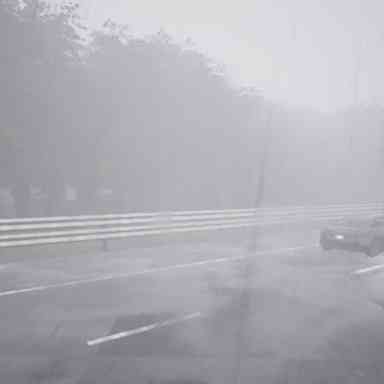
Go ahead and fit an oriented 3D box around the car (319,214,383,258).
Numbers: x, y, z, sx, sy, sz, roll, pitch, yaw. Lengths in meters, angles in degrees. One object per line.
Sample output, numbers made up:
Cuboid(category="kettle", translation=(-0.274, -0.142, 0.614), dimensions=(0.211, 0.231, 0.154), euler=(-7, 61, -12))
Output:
Cuboid(category="car", translation=(6.863, 1.564, 12.941), dimensions=(4.181, 1.385, 1.994), euler=(0, 0, -35))
